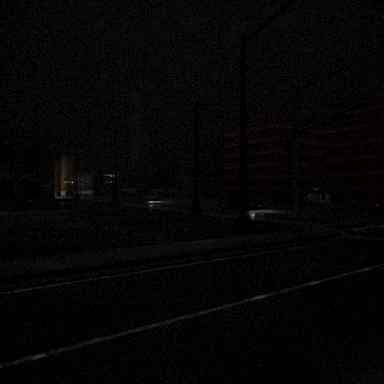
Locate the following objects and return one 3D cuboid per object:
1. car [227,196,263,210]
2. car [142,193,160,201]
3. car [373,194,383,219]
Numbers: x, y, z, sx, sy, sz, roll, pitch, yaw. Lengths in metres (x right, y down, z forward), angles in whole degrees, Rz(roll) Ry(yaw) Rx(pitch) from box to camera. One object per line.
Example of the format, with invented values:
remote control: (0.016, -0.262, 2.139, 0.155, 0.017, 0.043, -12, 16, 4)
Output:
car: (6.165, 1.266, 39.065, 1.837, 1.490, 4.892, 0, 1, -34)
car: (-7.348, 0.867, 58.832, 1.812, 1.442, 4.674, 0, 1, -34)
car: (16.597, 1.170, 24.660, 2.150, 2.045, 5.566, 0, 0, -42)
